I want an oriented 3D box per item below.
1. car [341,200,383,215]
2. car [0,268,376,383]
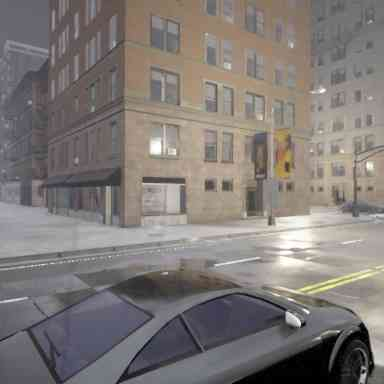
[{"bbox_3d":[17.465,1.560,33.872,1.994,1.385,4.181,0,0,-39],"label":"car"},{"bbox_3d":[0.124,1.564,3.547,4.181,1.385,1.994,0,0,-36],"label":"car"}]
